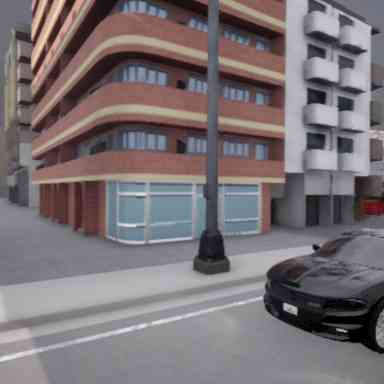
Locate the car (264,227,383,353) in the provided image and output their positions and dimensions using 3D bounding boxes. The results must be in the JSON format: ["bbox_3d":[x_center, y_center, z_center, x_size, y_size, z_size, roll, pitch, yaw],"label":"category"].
[{"bbox_3d":[3.546,1.442,6.219,5.008,1.535,1.882,0,1,-33],"label":"car"}]
